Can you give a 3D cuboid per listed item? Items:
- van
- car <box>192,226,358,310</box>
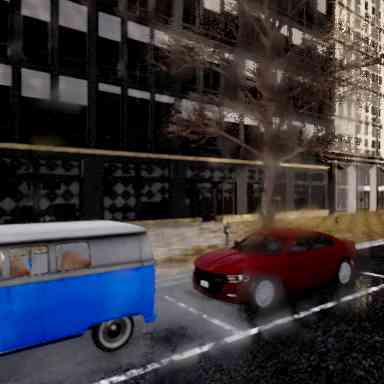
[{"bbox_3d":[-2.435,1.341,4.542,3.998,1.788,1.690,0,0,-36],"label":"van"},{"bbox_3d":[2.073,1.535,7.774,4.507,1.381,1.887,0,0,-36],"label":"car"}]
